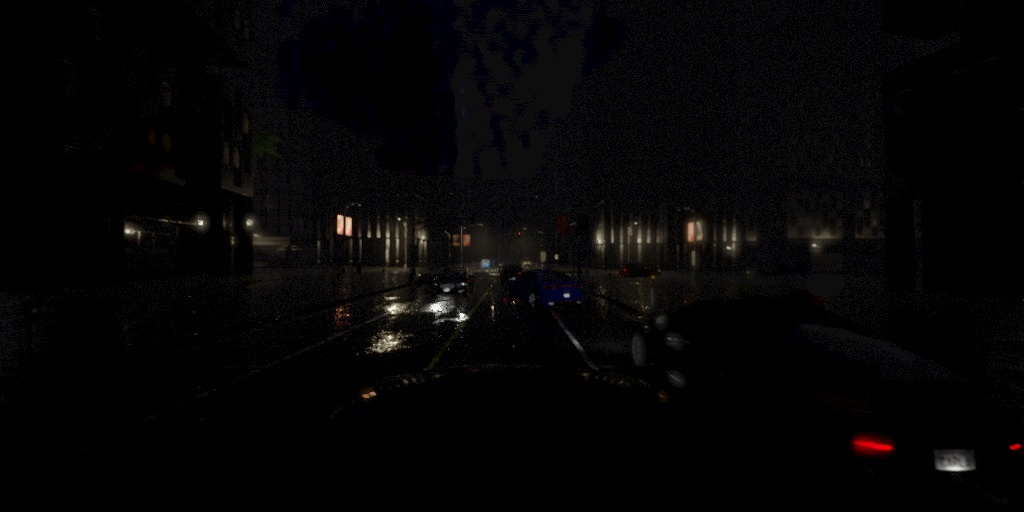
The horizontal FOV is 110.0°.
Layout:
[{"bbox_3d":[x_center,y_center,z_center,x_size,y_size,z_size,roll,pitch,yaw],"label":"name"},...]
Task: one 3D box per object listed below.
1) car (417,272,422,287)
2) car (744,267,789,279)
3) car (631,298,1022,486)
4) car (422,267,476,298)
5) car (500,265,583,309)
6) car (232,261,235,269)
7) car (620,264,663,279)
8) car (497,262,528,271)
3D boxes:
[{"bbox_3d":[-5.763,1.480,26.559,2.007,1.370,4.403,0,0,0],"label":"car"},{"bbox_3d":[34.703,2.265,48.592,4.902,1.511,2.128,1,-1,0],"label":"car"},{"bbox_3d":[3.148,1.298,4.856,1.812,1.442,4.674,0,0,0],"label":"car"},{"bbox_3d":[-3.088,1.369,19.450,2.128,1.511,4.902,0,0,0],"label":"car"},{"bbox_3d":[1.232,1.328,15.657,1.882,1.535,5.008,0,0,-19],"label":"car"},{"bbox_3d":[-36.648,0.996,45.421,5.357,1.411,2.033,1,-1,0],"label":"car"},{"bbox_3d":[15.151,1.693,41.919,4.553,1.767,2.097,1,-1,-1],"label":"car"},{"bbox_3d":[0.066,1.444,27.768,1.837,1.490,4.892,0,0,0],"label":"car"}]
